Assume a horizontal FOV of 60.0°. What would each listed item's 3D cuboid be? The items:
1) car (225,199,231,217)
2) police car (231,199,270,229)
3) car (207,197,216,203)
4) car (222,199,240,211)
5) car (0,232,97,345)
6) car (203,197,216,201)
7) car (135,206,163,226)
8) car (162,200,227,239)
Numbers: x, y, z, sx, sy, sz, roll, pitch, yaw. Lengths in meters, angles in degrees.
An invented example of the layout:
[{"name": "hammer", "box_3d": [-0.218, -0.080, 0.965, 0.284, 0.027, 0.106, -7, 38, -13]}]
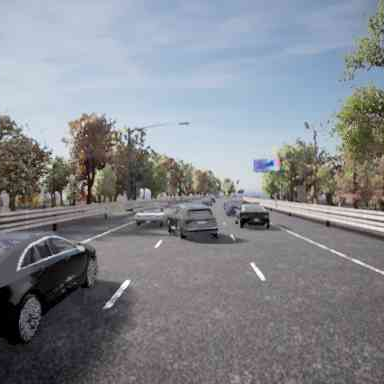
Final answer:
[{"name": "car", "box_3d": [4.509, 1.490, 33.533, 2.097, 1.767, 4.553, 0, 0, 3]}, {"name": "police car", "box_3d": [4.028, 1.515, 22.806, 1.930, 1.638, 5.238, 0, 0, 2]}, {"name": "car", "box_3d": [4.514, 1.857, 77.391, 1.837, 1.490, 4.892, 0, 0, 6]}, {"name": "car", "box_3d": [5.150, 1.680, 44.421, 2.128, 1.511, 4.902, 0, 0, 4]}, {"name": "car", "box_3d": [-3.302, 1.514, 6.401, 2.128, 1.511, 4.902, 0, 0, 1]}, {"name": "car", "box_3d": [2.650, 1.799, 57.598, 2.033, 1.411, 5.357, 0, 0, 6]}, {"name": "car", "box_3d": [-2.805, 1.696, 24.403, 1.895, 1.301, 4.718, 0, 0, 2]}, {"name": "car", "box_3d": [-0.039, 1.499, 17.796, 2.033, 1.649, 4.856, -2, 0, -14]}]
